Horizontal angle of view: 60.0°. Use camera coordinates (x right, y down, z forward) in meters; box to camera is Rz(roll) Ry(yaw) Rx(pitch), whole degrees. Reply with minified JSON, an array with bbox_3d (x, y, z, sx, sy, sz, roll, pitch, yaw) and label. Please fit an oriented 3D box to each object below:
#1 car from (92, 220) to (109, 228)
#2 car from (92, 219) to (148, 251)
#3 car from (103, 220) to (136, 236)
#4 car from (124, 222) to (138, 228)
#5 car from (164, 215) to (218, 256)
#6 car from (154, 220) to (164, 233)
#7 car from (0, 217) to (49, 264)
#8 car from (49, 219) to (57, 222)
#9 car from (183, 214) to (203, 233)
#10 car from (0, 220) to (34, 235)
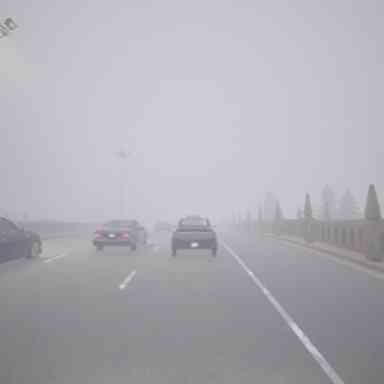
[{"bbox_3d":[-20.524,7.285,74.757,2.097,1.767,4.553,-1,-6,5],"label":"car"},{"bbox_3d":[-3.404,2.059,16.608,2.033,1.411,5.357,0,-4,0],"label":"car"},{"bbox_3d":[-6.907,3.414,32.214,2.033,1.411,5.357,0,-6,0],"label":"car"},{"bbox_3d":[-13.533,7.389,74.306,1.812,1.442,4.674,-1,-6,5],"label":"car"},{"bbox_3d":[0.096,1.904,14.943,2.128,1.511,4.902,0,-3,0],"label":"car"},{"bbox_3d":[-3.409,4.136,40.202,2.128,1.511,4.902,0,-6,0],"label":"car"},{"bbox_3d":[-6.903,1.577,11.084,2.097,1.767,4.553,0,-2,0],"label":"car"},{"bbox_3d":[-14.104,3.307,31.526,1.837,1.490,4.892,0,-6,0],"label":"car"},{"bbox_3d":[0.092,3.730,38.813,2.150,2.045,5.566,0,-6,0],"label":"car"},{"bbox_3d":[-17.605,3.415,32.216,2.033,1.411,5.357,0,-6,0],"label":"car"}]
